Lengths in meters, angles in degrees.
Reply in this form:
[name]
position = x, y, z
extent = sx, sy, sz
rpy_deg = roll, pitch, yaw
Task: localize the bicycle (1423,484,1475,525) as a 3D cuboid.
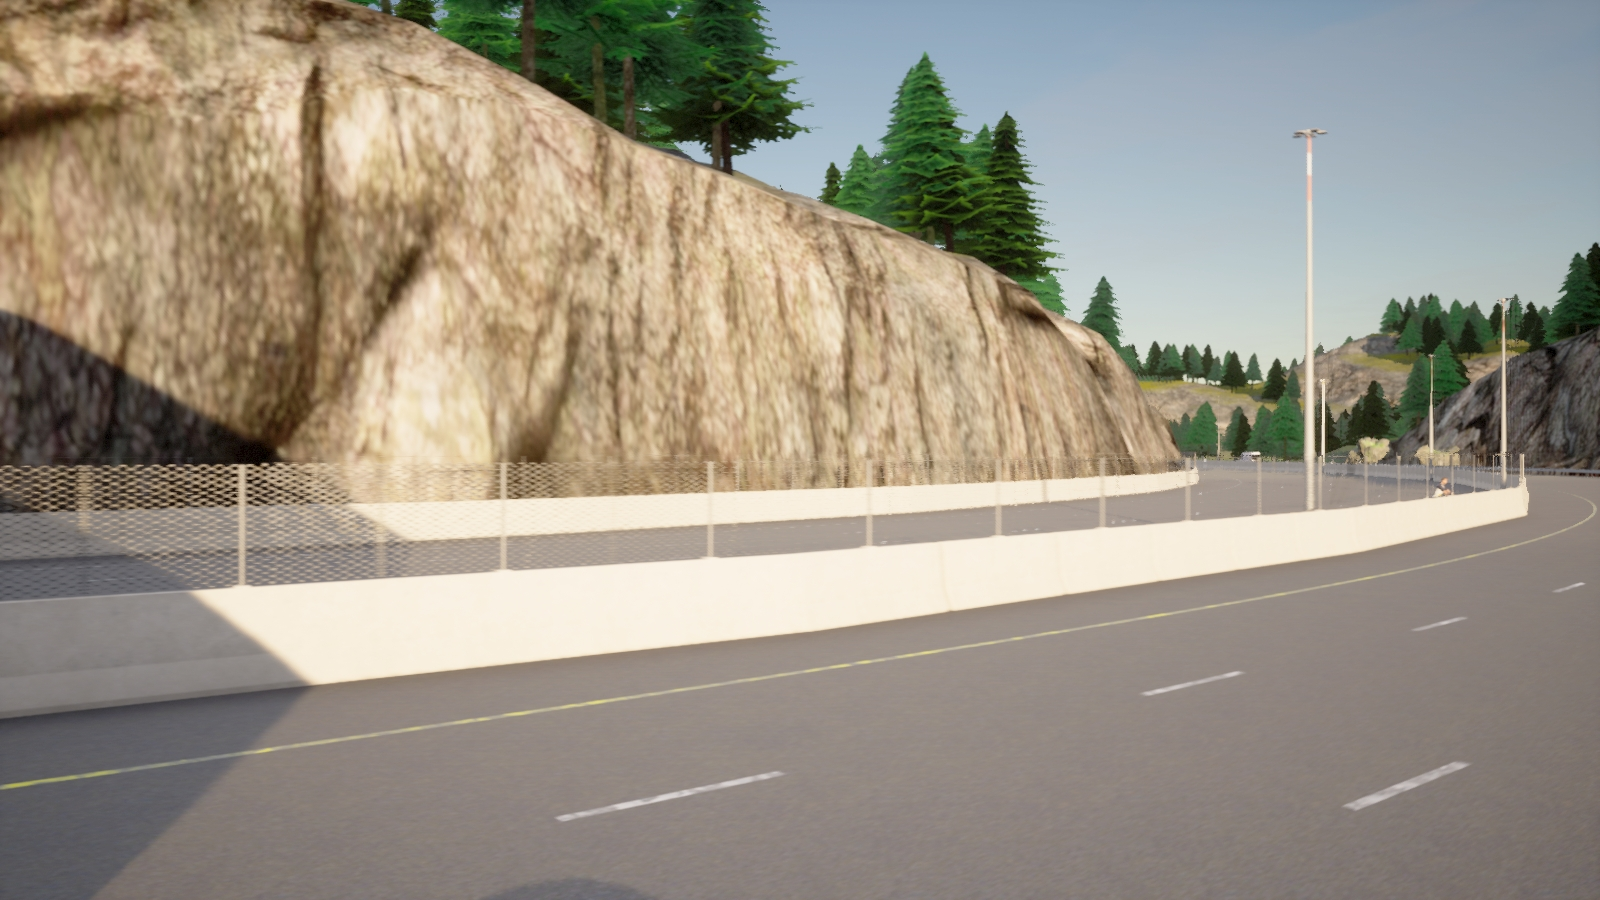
[bicycle]
position = 24.674, 2.076, 43.479
extent = 1.643, 1.514, 0.373
rpy_deg = -3, -6, 45
